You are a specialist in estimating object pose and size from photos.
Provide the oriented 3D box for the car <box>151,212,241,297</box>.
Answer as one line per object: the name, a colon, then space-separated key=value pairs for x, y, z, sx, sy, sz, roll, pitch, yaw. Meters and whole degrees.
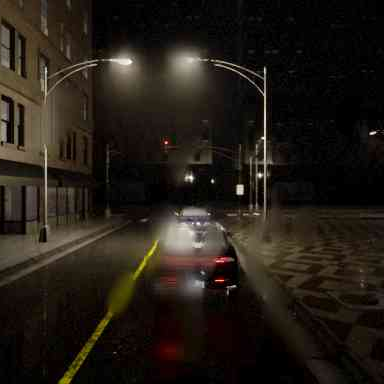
car: x=0.085 y=1.491 z=8.532 sx=2.128 sy=1.511 sz=4.902 roll=0 pitch=0 yaw=0

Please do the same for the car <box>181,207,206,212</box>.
car: x=0.088 y=1.547 z=18.644 sx=2.033 sy=1.411 sz=5.357 roll=0 pitch=0 yaw=-2
